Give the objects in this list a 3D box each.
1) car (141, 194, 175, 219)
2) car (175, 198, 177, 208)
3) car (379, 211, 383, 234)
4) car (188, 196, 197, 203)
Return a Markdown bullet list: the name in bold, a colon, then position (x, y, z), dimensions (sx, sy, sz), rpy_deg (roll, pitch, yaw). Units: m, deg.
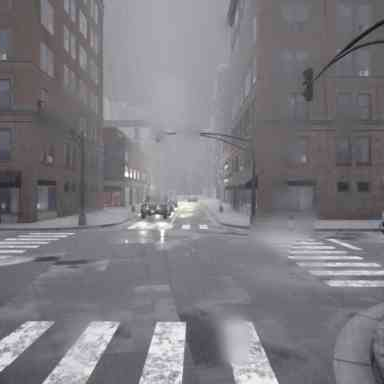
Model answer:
- **car**: position (-3.100, 1.236, 29.712), dimensions (2.150, 2.045, 5.566), rpy_deg (0, 0, 2)
- **car**: position (-3.120, 1.546, 39.385), dimensions (1.812, 1.442, 4.674), rpy_deg (0, 0, 0)
- **car**: position (11.041, 1.617, 14.610), dimensions (4.718, 1.301, 1.895), rpy_deg (0, 0, 2)
- **car**: position (0.071, 1.519, 69.960), dimensions (2.128, 1.511, 4.902), rpy_deg (0, 0, 0)
